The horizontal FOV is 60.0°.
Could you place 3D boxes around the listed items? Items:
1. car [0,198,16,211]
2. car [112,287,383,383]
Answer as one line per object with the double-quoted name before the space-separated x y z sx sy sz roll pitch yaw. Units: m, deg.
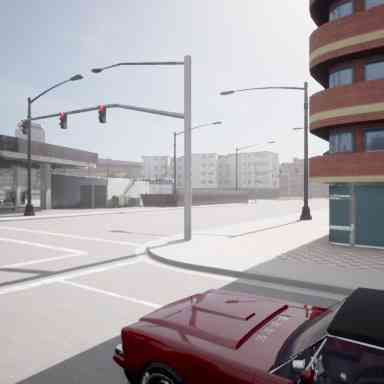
"car" -22.368 1.456 38.855 3.806 1.475 1.970 0 0 36
"car" 1.498 1.601 2.905 4.718 1.301 1.895 0 0 36
